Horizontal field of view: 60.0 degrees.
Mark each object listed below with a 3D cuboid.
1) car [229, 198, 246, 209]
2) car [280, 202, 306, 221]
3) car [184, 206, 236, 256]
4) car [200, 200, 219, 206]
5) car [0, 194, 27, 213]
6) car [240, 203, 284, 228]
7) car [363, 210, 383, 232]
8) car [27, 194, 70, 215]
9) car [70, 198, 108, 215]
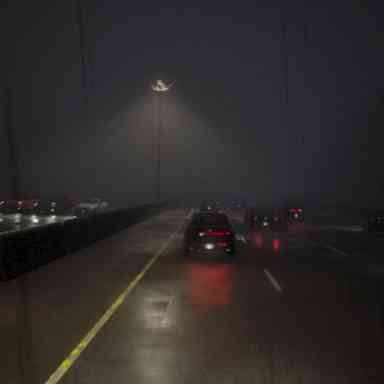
[{"bbox_3d":[5.658,1.431,41.351,1.882,1.535,5.008,1,1,3],"label":"car"},{"bbox_3d":[8.533,1.625,29.185,1.837,1.490,4.892,1,1,3],"label":"car"},{"bbox_3d":[0.710,1.539,13.368,1.837,1.490,4.892,1,0,3],"label":"car"},{"bbox_3d":[1.775,1.517,34.029,1.994,1.385,4.181,1,0,3],"label":"car"},{"bbox_3d":[-15.981,0.990,31.359,2.097,1.767,4.553,1,1,3],"label":"car"},{"bbox_3d":[4.706,1.683,22.941,1.895,1.301,4.718,1,0,3],"label":"car"},{"bbox_3d":[11.503,1.734,18.827,1.837,1.490,4.892,1,0,3],"label":"car"},{"bbox_3d":[-12.538,1.063,30.353,2.097,1.767,4.553,1,1,3],"label":"car"},{"bbox_3d":[-9.038,1.305,30.309,1.812,1.442,4.674,1,0,3],"label":"car"}]
